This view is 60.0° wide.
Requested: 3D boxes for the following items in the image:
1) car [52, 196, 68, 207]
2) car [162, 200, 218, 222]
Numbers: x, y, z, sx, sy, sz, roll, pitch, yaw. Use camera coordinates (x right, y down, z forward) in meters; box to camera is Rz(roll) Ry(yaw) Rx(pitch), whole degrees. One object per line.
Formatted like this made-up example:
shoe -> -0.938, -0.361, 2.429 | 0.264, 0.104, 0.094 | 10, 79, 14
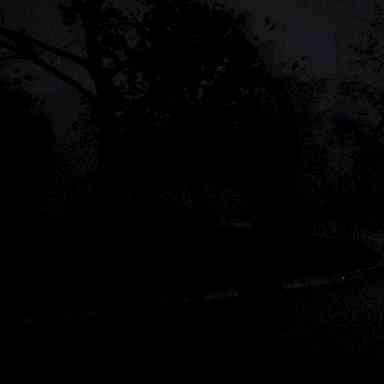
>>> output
car -> -15.406, 1.197, 42.270 | 2.033, 1.411, 5.357 | 0, 0, 12
car -> -0.609, 1.301, 23.445 | 5.008, 1.535, 1.882 | 0, 0, 29
